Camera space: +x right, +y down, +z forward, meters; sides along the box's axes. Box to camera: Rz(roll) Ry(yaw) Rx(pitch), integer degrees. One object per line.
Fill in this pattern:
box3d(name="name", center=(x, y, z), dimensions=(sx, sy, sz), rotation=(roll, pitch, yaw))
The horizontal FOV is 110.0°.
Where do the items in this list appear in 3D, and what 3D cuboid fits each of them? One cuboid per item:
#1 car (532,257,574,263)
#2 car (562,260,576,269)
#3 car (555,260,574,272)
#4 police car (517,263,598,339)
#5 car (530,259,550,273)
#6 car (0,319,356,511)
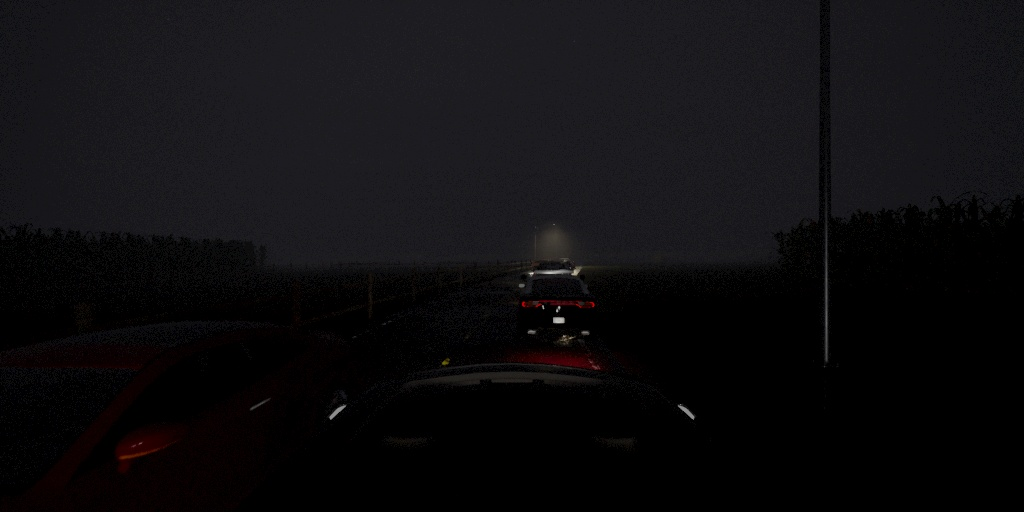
box3d(name="car", center=(2.257, 1.089, 19.917), dimensions=(2.097, 1.767, 4.553), rotation=(0, 0, 8))
box3d(name="car", center=(8.858, 1.293, 55.709), dimensions=(1.895, 1.301, 4.718), rotation=(0, 0, 12))
box3d(name="car", center=(6.719, 1.270, 45.860), dimensions=(1.994, 1.385, 4.181), rotation=(0, 0, 13))
box3d(name="police car", center=(1.197, 1.173, 10.268), dimensions=(1.930, 1.638, 5.238), rotation=(0, 0, 4))
box3d(name="car", center=(3.562, 1.187, 44.758), dimensions=(1.882, 1.535, 5.008), rotation=(0, 0, 12))
box3d(name="car", center=(-2.747, 1.276, 2.431), dimensions=(1.812, 1.442, 4.674), rotation=(0, 0, 1))
